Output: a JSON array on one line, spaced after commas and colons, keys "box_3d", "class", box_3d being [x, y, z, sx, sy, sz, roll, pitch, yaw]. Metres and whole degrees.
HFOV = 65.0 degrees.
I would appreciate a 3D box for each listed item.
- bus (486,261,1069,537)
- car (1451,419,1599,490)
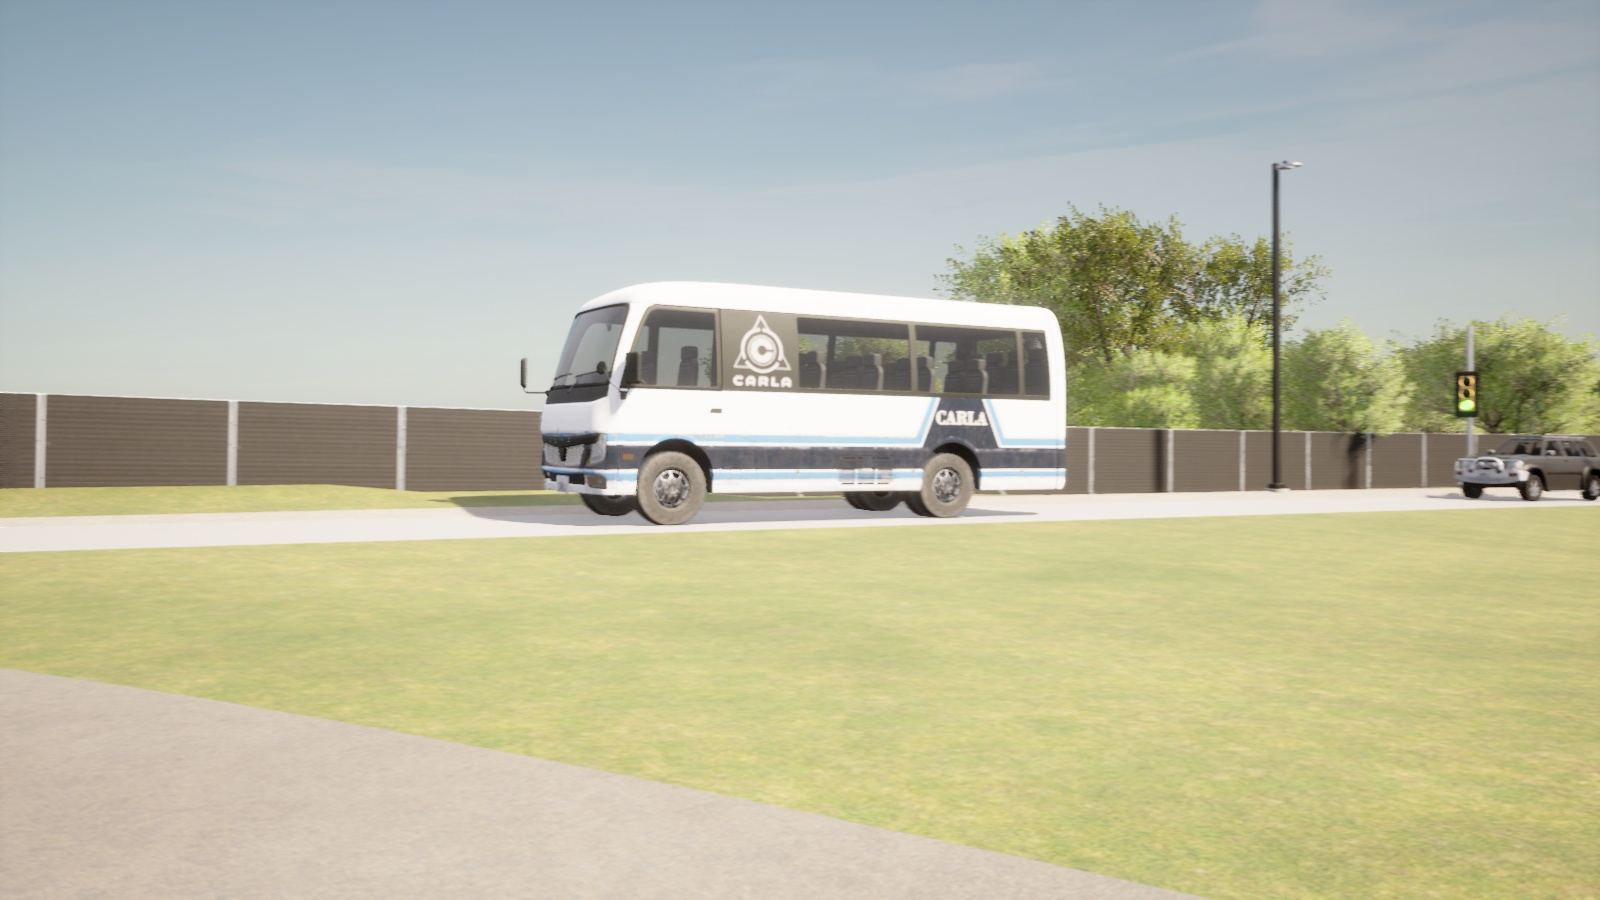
[{"box_3d": [-0.242, -0.850, 23.583, 10.273, 4.253, 3.944, -1, 1, -29], "class": "bus"}, {"box_3d": [20.579, 0.105, 35.169, 4.605, 1.855, 1.932, 0, 0, -29], "class": "car"}]
